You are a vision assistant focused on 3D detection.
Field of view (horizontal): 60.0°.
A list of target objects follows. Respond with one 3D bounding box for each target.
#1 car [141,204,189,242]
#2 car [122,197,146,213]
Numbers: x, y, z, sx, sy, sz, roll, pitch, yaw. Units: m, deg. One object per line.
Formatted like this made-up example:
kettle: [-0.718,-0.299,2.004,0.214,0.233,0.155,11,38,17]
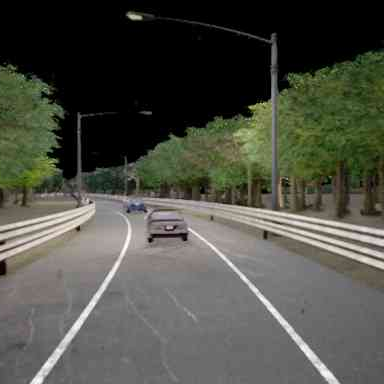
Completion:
car: [-1.349,1.548,16.540,2.033,1.411,5.357,0,0,-9]
car: [-6.392,1.352,36.635,2.097,1.767,4.553,0,0,-19]
